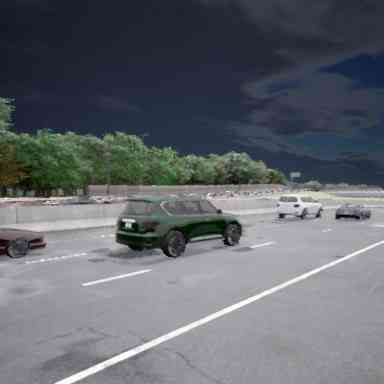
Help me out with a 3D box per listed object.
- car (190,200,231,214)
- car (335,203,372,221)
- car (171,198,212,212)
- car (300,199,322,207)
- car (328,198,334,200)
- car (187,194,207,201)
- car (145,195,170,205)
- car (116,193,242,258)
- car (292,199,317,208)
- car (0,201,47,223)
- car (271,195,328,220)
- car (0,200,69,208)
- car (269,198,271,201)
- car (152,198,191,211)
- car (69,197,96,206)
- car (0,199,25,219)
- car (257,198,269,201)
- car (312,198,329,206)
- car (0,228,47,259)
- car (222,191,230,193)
[{"bbox_3d":[2.120,1.623,36.716,1.895,1.301,4.718,0,0,42],"label":"car"},{"bbox_3d":[13.938,1.673,28.626,1.994,1.385,4.181,0,0,42],"label":"car"},{"bbox_3d":[-0.005,1.504,39.579,2.128,1.511,4.902,0,0,42],"label":"car"},{"bbox_3d":[23.410,2.119,65.362,2.033,1.411,5.357,0,-1,42],"label":"car"},{"bbox_3d":[25.433,1.931,62.388,2.097,1.767,4.553,0,-1,42],"label":"car"},{"bbox_3d":[1.154,1.147,70.542,2.033,1.411,5.357,1,1,27],"label":"car"},{"bbox_3d":[-5.796,1.300,56.696,1.837,1.490,4.892,1,1,26],"label":"car"},{"bbox_3d":[-0.280,1.187,12.887,2.150,2.045,5.566,0,0,42],"label":"car"},{"bbox_3d":[18.560,1.865,54.794,2.128,1.511,4.902,0,-1,42],"label":"car"},{"bbox_3d":[-13.741,1.428,24.394,2.033,1.411,5.357,0,0,42],"label":"car"},{"bbox_3d":[9.393,1.284,28.813,2.150,2.045,5.566,0,0,42],"label":"car"},{"bbox_3d":[-11.168,1.375,22.019,1.882,1.535,5.008,0,0,42],"label":"car"},{"bbox_3d":[15.790,1.844,56.945,2.128,1.511,4.902,0,-1,42],"label":"car"},{"bbox_3d":[-2.535,1.489,41.998,2.128,1.511,4.902,0,0,42],"label":"car"},{"bbox_3d":[-13.919,1.382,40.683,1.837,1.490,4.892,1,0,29],"label":"car"},{"bbox_3d":[-16.398,1.342,26.671,1.882,1.535,5.008,0,0,42],"label":"car"},{"bbox_3d":[12.866,1.832,58.927,1.837,1.490,4.892,0,-1,42],"label":"car"},{"bbox_3d":[30.117,2.268,78.006,2.097,1.767,4.553,0,-1,42],"label":"car"},{"bbox_3d":[-7.431,1.487,10.197,2.033,1.411,5.357,0,0,42],"label":"car"},{"bbox_3d":[8.412,0.669,84.039,2.097,1.767,4.553,1,2,29],"label":"car"}]
